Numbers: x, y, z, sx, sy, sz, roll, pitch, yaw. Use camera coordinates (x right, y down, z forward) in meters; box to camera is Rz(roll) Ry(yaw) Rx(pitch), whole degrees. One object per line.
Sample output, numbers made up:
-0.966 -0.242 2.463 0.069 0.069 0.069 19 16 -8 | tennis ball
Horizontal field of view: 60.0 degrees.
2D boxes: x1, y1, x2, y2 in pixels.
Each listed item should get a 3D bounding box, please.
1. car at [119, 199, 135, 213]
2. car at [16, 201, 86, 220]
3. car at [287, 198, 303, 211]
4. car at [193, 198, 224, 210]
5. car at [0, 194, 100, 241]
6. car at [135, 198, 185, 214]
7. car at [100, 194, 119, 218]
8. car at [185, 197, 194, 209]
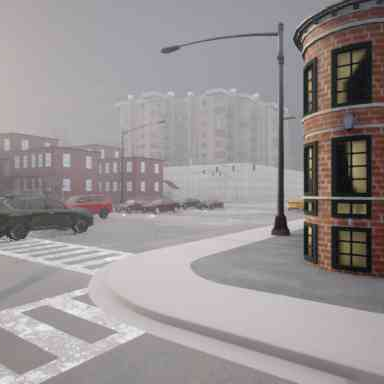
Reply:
-6.483 1.526 37.227 1.812 1.442 4.674 0 0 35 | car
-12.212 1.547 29.235 2.033 1.411 5.357 0 0 36 | car
13.160 1.478 40.312 1.882 1.535 5.008 0 0 36 | car
2.514 1.564 43.776 1.994 1.385 4.181 0 0 35 | car
-7.840 1.221 17.064 2.150 2.045 5.566 0 0 37 | car
-3.337 1.478 35.624 1.882 1.535 5.008 0 0 36 | car
-9.131 1.221 27.524 2.150 2.045 5.566 0 0 36 | car
-0.706 1.492 45.289 2.128 1.511 4.902 0 0 36 | car
